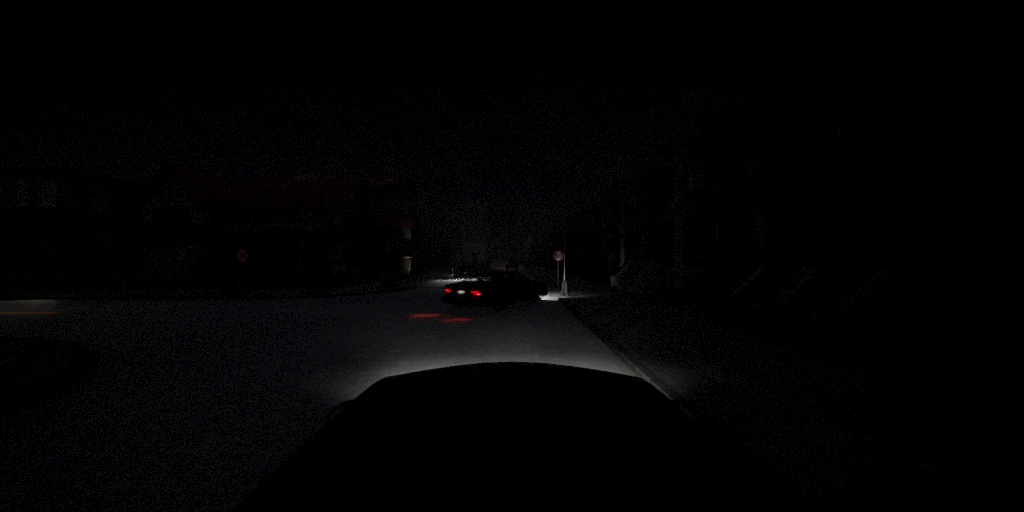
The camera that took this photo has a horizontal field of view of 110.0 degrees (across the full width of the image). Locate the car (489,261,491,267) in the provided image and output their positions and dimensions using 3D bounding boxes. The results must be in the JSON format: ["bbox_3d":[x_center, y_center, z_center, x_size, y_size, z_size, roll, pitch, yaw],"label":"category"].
[{"bbox_3d":[-4.122,1.242,52.736,2.128,1.511,4.902,0,0,0],"label":"car"}]

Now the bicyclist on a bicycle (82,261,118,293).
[{"bbox_3d":[-21.599,1.099,18.809,0.582,1.620,1.656,0,0,0],"label":"bicyclist on a bicycle"}]

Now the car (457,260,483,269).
[{"bbox_3d":[-4.138,1.314,33.537,1.994,1.385,4.181,0,0,0],"label":"car"}]

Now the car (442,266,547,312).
[{"bbox_3d":[-0.468,1.297,14.507,2.033,1.411,5.357,0,0,32],"label":"car"}]

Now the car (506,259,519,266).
[{"bbox_3d":[0.045,1.276,54.812,1.812,1.442,4.674,0,0,0],"label":"car"}]

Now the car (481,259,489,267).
[{"bbox_3d":[-4.140,1.228,42.423,1.882,1.535,5.008,0,0,0],"label":"car"}]
